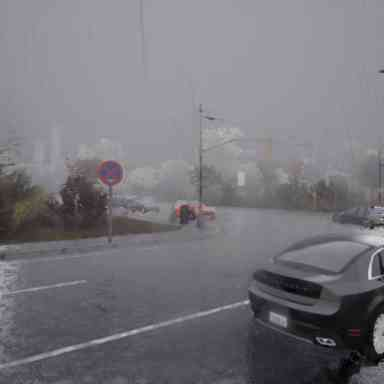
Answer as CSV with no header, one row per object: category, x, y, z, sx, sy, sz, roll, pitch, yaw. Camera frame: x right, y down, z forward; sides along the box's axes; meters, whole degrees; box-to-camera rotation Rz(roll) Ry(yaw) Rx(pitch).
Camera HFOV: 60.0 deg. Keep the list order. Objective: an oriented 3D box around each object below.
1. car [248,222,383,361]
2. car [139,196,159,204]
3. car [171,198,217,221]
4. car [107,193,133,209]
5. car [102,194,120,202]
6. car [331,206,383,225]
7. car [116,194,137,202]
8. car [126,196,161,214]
car,3.163,1.521,6.004,4.892,1.490,1.837,0,0,-35
car,-7.936,1.432,60.684,1.994,1.385,4.181,0,1,-33
car,0.103,1.397,28.008,2.097,1.767,4.553,0,0,-32
car,-10.425,1.214,44.680,2.150,2.045,5.566,0,0,-33
car,-16.268,1.239,66.552,1.994,1.385,4.181,0,1,-37
car,11.273,1.606,21.569,2.033,1.411,5.357,0,0,-9
car,-13.608,1.219,68.849,2.033,1.411,5.357,0,1,-37
car,-5.094,1.546,36.243,1.837,1.490,4.892,0,0,-32
